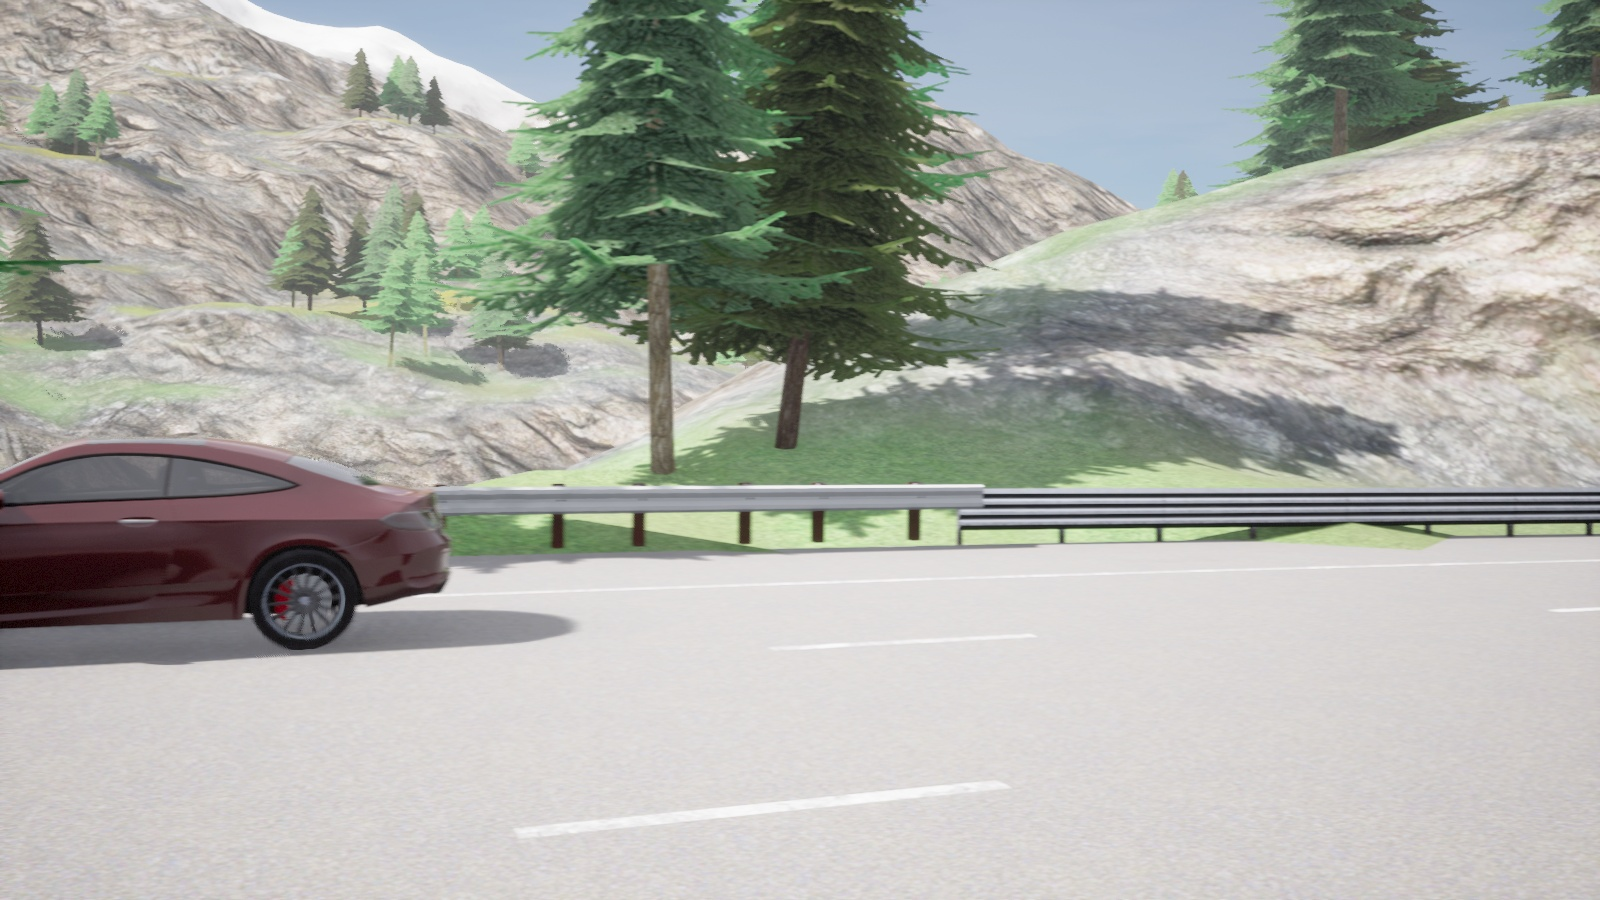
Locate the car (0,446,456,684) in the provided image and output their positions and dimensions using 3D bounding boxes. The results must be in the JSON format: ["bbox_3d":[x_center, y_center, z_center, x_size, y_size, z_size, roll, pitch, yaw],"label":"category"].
[{"bbox_3d":[-4.945,0.732,8.859,4.674,1.442,1.812,-1,1,-21],"label":"car"}]
